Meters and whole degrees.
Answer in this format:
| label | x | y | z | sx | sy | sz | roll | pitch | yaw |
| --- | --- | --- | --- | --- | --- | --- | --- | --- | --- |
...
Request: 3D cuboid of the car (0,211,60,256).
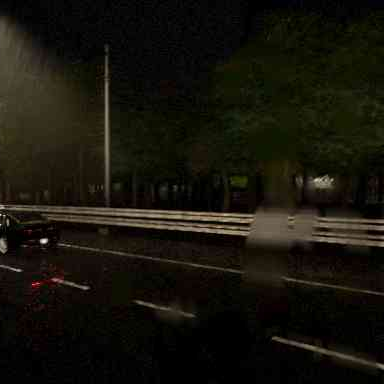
| label | x | y | z | sx | sy | sz | roll | pitch | yaw |
| --- | --- | --- | --- | --- | --- | --- | --- | --- | --- |
| car | -7.301 | 1.529 | 13.385 | 4.892 | 1.490 | 1.837 | 0 | 0 | 36 |
